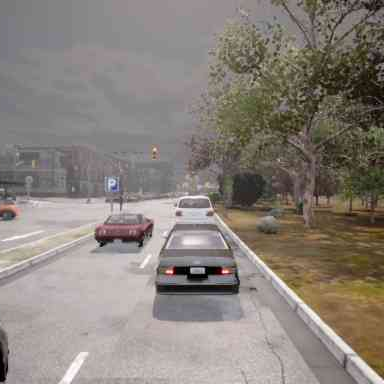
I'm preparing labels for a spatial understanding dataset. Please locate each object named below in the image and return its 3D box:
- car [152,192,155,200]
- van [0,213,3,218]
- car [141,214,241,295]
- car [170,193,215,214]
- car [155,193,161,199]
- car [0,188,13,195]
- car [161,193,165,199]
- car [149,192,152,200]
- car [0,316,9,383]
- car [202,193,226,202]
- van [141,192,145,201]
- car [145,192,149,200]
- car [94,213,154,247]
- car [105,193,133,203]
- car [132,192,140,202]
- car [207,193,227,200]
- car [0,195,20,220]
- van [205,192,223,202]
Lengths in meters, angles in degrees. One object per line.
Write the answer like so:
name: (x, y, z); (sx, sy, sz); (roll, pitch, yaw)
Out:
car: (-12.318, 1.360, 82.799); (4.674, 1.452, 2.002); (-1, 0, -13)
van: (-16.617, 1.298, 24.060); (4.442, 1.987, 1.878); (-1, 0, -19)
car: (0.102, 1.556, 8.874); (2.033, 1.411, 5.357); (0, 0, 0)
car: (0.141, 1.246, 19.123); (2.150, 2.045, 5.566); (0, 0, 0)
car: (-11.507, 1.358, 88.782); (4.674, 1.452, 2.002); (-1, 0, -12)
car: (-31.198, 0.138, 55.703); (2.002, 1.452, 4.674); (6, -3, -19)
car: (-11.058, 1.066, 91.788); (5.566, 2.045, 2.435); (-1, 0, -12)
car: (-12.688, 1.360, 79.797); (4.674, 1.452, 2.002); (-1, 0, -13)
car: (-2.899, 1.493, 1.683); (2.128, 1.511, 4.902); (0, 0, 0)
car: (4.624, 1.143, 70.421); (4.553, 1.767, 2.185); (1, 0, -14)
van: (-13.285, 1.094, 73.830); (4.442, 1.987, 1.878); (-1, 0, -14)
car: (-13.059, 1.322, 76.802); (4.892, 1.521, 2.231); (-1, 0, -14)
car: (-2.881, 1.619, 15.218); (1.895, 1.301, 4.718); (0, 0, 0)
car: (-14.483, 1.359, 64.845); (4.792, 1.488, 2.163); (-1, 0, -15)
car: (-13.841, 1.316, 67.838); (5.366, 1.575, 1.946); (-1, 0, -15)
car: (6.406, 1.130, 85.122); (4.553, 1.767, 2.185); (1, 0, -12)
car: (-16.643, 1.405, 27.038); (4.553, 1.767, 2.185); (-1, 0, -19)
van: (4.242, 1.044, 67.451); (4.442, 1.987, 1.878); (1, 0, -14)
